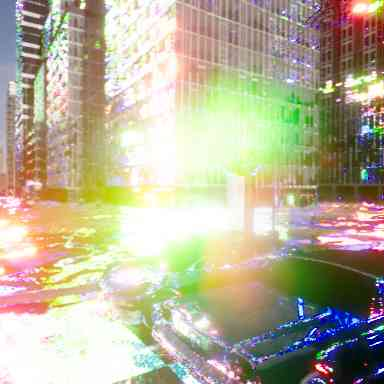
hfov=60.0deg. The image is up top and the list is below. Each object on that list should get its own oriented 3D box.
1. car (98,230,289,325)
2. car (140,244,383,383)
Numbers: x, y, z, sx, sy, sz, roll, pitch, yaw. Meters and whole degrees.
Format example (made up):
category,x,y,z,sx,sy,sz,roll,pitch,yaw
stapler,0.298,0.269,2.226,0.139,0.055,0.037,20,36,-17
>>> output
category,x,y,z,sx,sy,sz,roll,pitch,yaw
car,0.372,1.492,6.641,4.313,1.339,1.947,0,1,-32
car,1.899,1.562,4.542,4.718,1.301,1.895,0,1,-32
